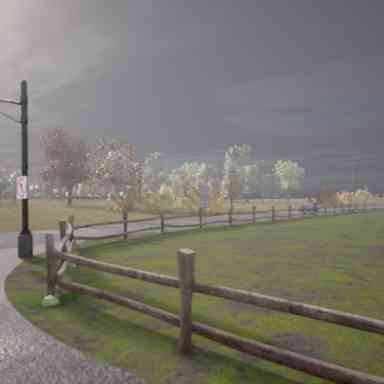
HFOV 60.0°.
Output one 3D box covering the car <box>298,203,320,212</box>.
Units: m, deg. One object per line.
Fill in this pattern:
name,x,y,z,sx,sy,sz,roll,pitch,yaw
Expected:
car,18.758,2.446,53.065,2.033,1.411,5.357,-1,-2,40
